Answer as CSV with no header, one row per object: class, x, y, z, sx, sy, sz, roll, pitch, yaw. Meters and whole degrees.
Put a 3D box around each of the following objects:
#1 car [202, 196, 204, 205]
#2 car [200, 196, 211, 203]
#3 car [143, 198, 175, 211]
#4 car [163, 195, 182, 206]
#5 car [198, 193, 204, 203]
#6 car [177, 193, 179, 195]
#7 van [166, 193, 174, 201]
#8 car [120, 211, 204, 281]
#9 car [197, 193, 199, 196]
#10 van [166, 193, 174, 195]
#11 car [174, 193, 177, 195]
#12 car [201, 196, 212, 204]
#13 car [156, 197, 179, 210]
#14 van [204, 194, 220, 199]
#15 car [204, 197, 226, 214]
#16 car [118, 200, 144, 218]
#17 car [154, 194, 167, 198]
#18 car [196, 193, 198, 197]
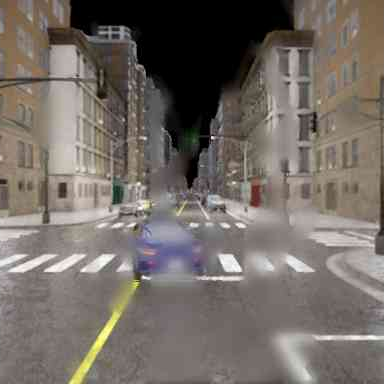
car,2.645,1.543,45.786,1.802,1.307,4.206,0,0,0
car,2.652,1.493,67.411,2.008,1.369,4.403,0,0,0
car,-2.858,1.538,29.902,1.994,1.385,4.181,0,0,0
car,-2.840,1.521,48.689,1.994,1.385,4.181,0,0,0
car,2.649,1.266,56.598,2.192,1.841,5.009,0,0,0
car,-5.444,1.470,94.441,2.008,1.369,4.403,0,0,0
van,-5.435,1.270,83.628,1.690,1.788,3.998,0,0,0
car,-0.988,1.514,9.844,1.812,1.442,4.674,0,0,-16
car,2.654,1.463,72.986,1.752,1.417,4.829,0,0,0
van,-5.426,1.279,72.816,1.690,1.788,3.998,0,0,0
car,-5.430,1.248,78.222,2.192,1.841,5.009,0,0,0
car,2.650,1.513,62.005,1.947,1.339,4.313,0,0,0
car,-2.848,1.567,38.718,1.895,1.301,4.718,0,0,0
van,2.644,1.306,40.379,1.690,1.788,3.998,0,0,0
car,2.642,1.521,34.973,2.008,1.369,4.403,0,0,0
car,-5.388,1.525,29.567,2.008,1.369,4.403,0,0,0
car,-5.407,1.395,51.192,1.967,1.590,4.097,0,0,0
car,2.659,1.469,89.036,1.887,1.381,4.507,0,0,0
